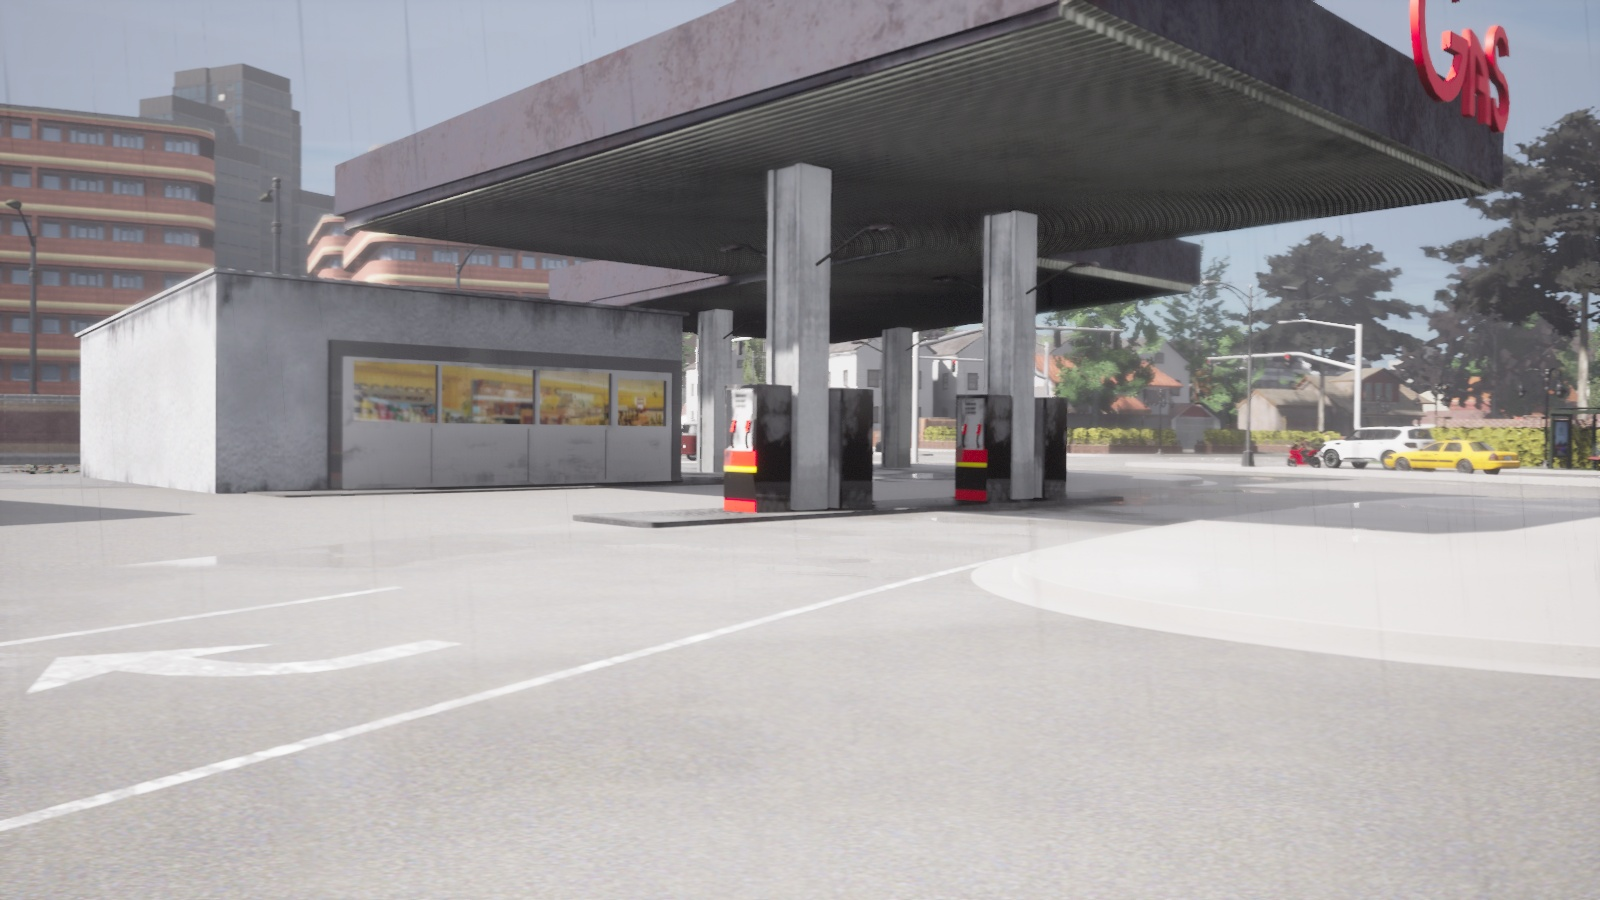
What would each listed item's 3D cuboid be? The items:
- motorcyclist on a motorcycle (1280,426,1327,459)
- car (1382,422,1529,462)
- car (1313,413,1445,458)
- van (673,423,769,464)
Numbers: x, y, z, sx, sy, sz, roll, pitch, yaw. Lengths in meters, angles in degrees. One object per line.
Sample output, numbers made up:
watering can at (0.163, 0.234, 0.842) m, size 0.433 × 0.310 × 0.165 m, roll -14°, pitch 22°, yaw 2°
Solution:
motorcyclist on a motorcycle at (23.665, -0.373, 59.041) m, size 0.797 × 1.523 × 2.044 m, roll -1°, pitch 1°, yaw -26°
car at (27.072, -0.351, 52.094) m, size 1.801 × 1.575 × 5.366 m, roll -1°, pitch 1°, yaw -26°
car at (27.329, -0.685, 59.508) m, size 2.150 × 2.045 × 5.566 m, roll -1°, pitch 1°, yaw -26°
van at (-3.939, -0.352, 63.012) m, size 4.442 × 1.987 × 1.775 m, roll -1°, pitch 1°, yaw -27°
